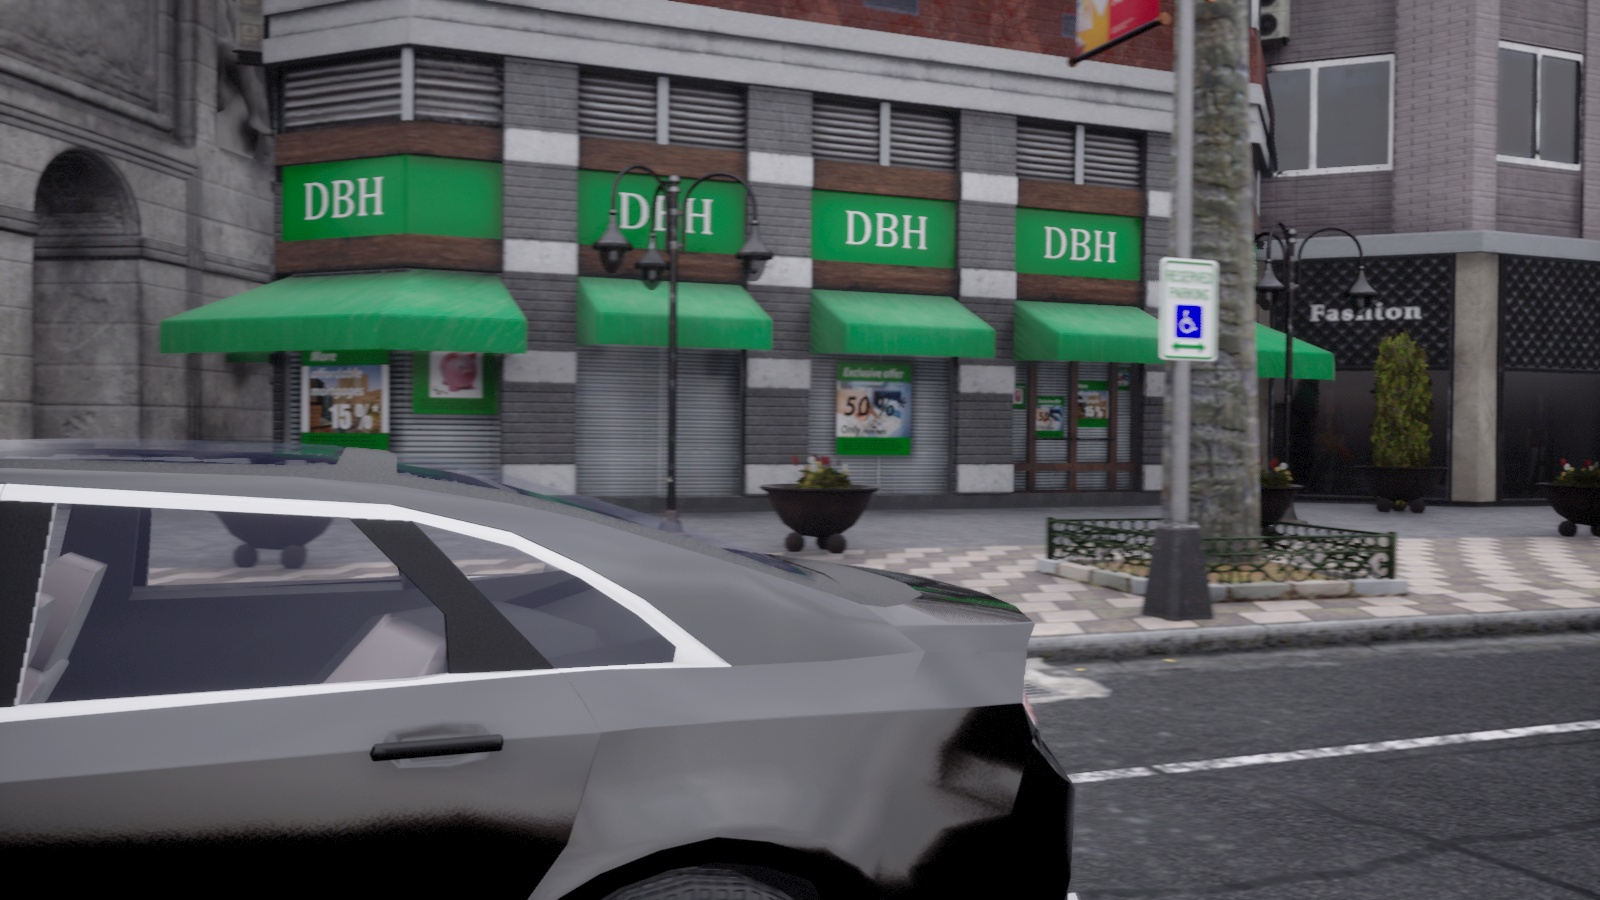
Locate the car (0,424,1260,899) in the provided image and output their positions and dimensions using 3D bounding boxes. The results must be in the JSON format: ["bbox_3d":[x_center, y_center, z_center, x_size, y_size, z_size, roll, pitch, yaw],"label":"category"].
[{"bbox_3d":[-1.775,0.732,2.567,4.902,1.511,2.128,-1,1,-21],"label":"car"}]
